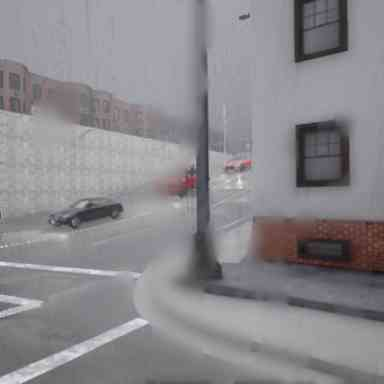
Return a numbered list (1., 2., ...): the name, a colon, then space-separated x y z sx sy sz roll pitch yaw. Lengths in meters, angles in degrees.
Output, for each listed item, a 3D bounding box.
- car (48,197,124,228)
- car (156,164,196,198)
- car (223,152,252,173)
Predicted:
1. car: -6.145 1.081 19.686 1.812 1.442 4.674 -1 6 35
2. car: -0.682 -0.978 27.527 2.150 2.045 5.566 -1 13 34
3. car: 5.059 -3.252 35.677 2.097 1.767 4.553 -1 13 35
